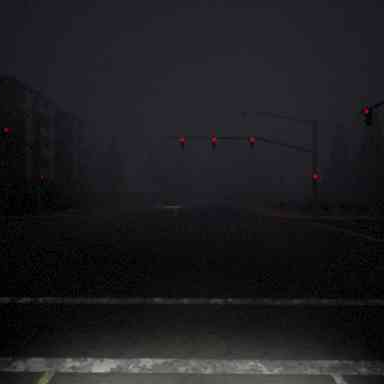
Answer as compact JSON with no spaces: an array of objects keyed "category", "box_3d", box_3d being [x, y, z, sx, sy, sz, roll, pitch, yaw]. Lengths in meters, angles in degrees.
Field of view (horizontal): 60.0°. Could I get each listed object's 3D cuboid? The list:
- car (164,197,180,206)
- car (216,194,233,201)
[{"category":"car","box_3d":[-2.938,1.413,49.531,1.994,1.385,4.181,0,1,5]},{"category":"car","box_3d":[6.965,1.249,71.757,2.128,1.511,4.902,0,0,38]}]
